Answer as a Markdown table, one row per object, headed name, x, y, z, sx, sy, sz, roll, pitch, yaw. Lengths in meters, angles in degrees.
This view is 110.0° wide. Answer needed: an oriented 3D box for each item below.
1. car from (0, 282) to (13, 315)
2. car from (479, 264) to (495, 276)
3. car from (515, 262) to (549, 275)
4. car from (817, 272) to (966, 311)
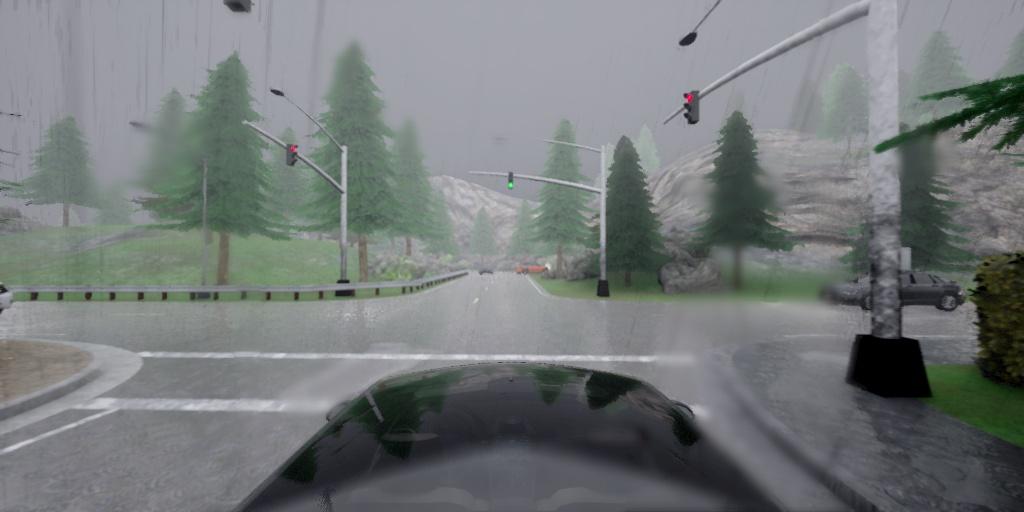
| name | x | y | z | sx | sy | sz | roll | pitch | yaw |
| --- | --- | --- | --- | --- | --- | --- | --- | --- | --- |
| car | -19.440 | 1.058 | 11.194 | 5.566 | 2.045 | 2.150 | 1 | -1 | 1 |
| car | -3.292 | 1.826 | 47.695 | 2.033 | 1.411 | 5.357 | 0 | -1 | -2 |
| car | 2.815 | 1.623 | 48.379 | 4.553 | 1.767 | 2.097 | 0 | -1 | -25 |
| car | 15.301 | 1.388 | 14.612 | 4.892 | 1.490 | 1.837 | 0 | -1 | 0 |
